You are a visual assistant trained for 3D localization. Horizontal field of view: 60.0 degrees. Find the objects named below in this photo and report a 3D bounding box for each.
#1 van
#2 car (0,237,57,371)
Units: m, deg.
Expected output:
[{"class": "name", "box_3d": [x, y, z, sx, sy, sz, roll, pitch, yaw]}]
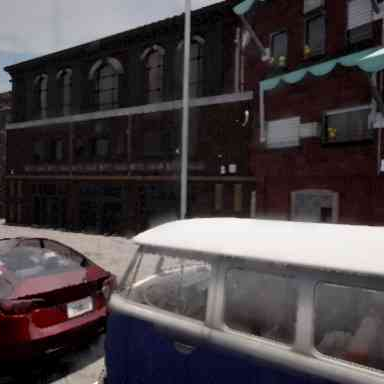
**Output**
[{"class": "van", "box_3d": [1.154, 1.252, 2.457, 4.442, 1.987, 1.878, 0, 0, 36]}, {"class": "car", "box_3d": [-3.338, 1.507, 5.561, 4.792, 1.488, 2.163, 0, 0, 35]}]
